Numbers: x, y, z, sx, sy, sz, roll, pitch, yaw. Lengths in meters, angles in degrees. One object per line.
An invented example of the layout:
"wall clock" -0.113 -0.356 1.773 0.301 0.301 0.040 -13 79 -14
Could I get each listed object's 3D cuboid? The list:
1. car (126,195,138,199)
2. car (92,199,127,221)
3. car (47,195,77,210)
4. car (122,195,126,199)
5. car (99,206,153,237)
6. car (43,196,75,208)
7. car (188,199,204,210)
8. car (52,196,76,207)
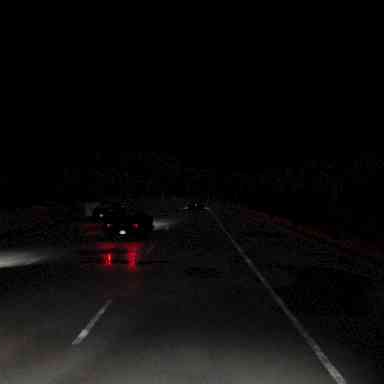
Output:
"car" -13.226 1.619 76.329 1.994 1.385 4.181 0 0 1
"car" -6.640 1.534 26.818 1.812 1.442 4.674 0 0 1
"car" -17.144 1.361 44.007 2.097 1.767 4.553 0 0 1
"car" -16.637 1.553 84.967 1.882 1.535 5.008 0 0 1
"car" -3.234 1.607 17.864 1.895 1.301 4.718 0 0 1
"car" -13.754 1.500 34.623 2.128 1.511 4.902 0 0 1
"car" 0.527 1.585 42.904 1.994 1.385 4.181 0 0 1
"car" -20.518 1.495 53.454 1.882 1.535 5.008 0 0 1
